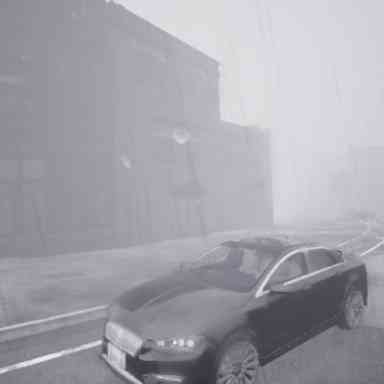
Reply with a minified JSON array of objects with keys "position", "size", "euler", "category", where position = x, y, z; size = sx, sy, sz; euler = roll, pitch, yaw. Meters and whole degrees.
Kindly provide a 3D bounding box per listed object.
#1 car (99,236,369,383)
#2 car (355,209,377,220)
[{"position":[1.031,1.518,5.214],"size":[4.902,1.511,2.128],"euler":[0,-1,-41],"category":"car"},{"position":[20.837,2.707,40.848],"size":[1.895,1.301,4.718],"euler":[-2,-3,8],"category":"car"}]
